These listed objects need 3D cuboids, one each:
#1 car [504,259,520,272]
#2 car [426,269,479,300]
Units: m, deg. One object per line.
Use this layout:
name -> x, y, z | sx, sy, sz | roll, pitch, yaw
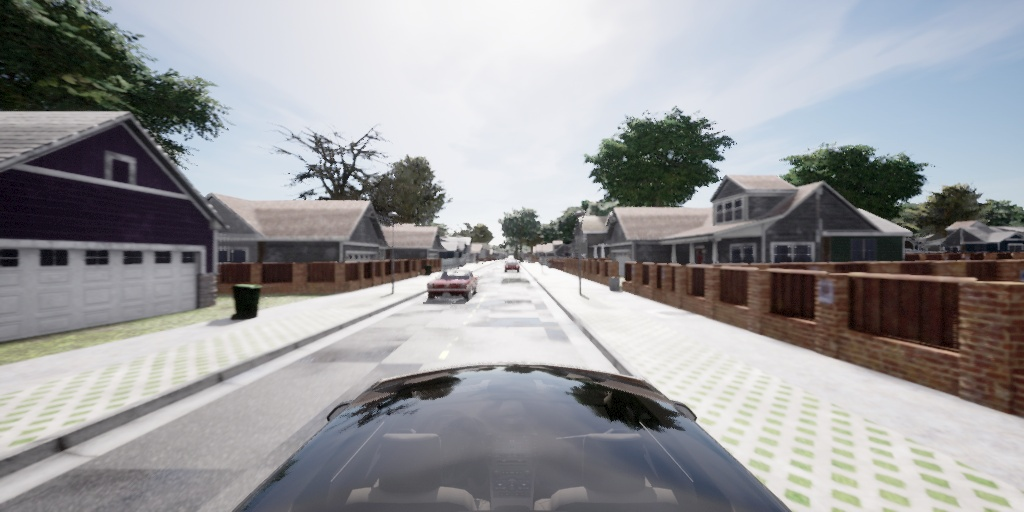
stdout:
car -> 0.012, 1.273, 43.516 | 1.895, 1.301, 4.718 | 0, 0, 0
car -> -2.796, 1.336, 17.580 | 1.895, 1.301, 4.718 | 0, 0, 1
